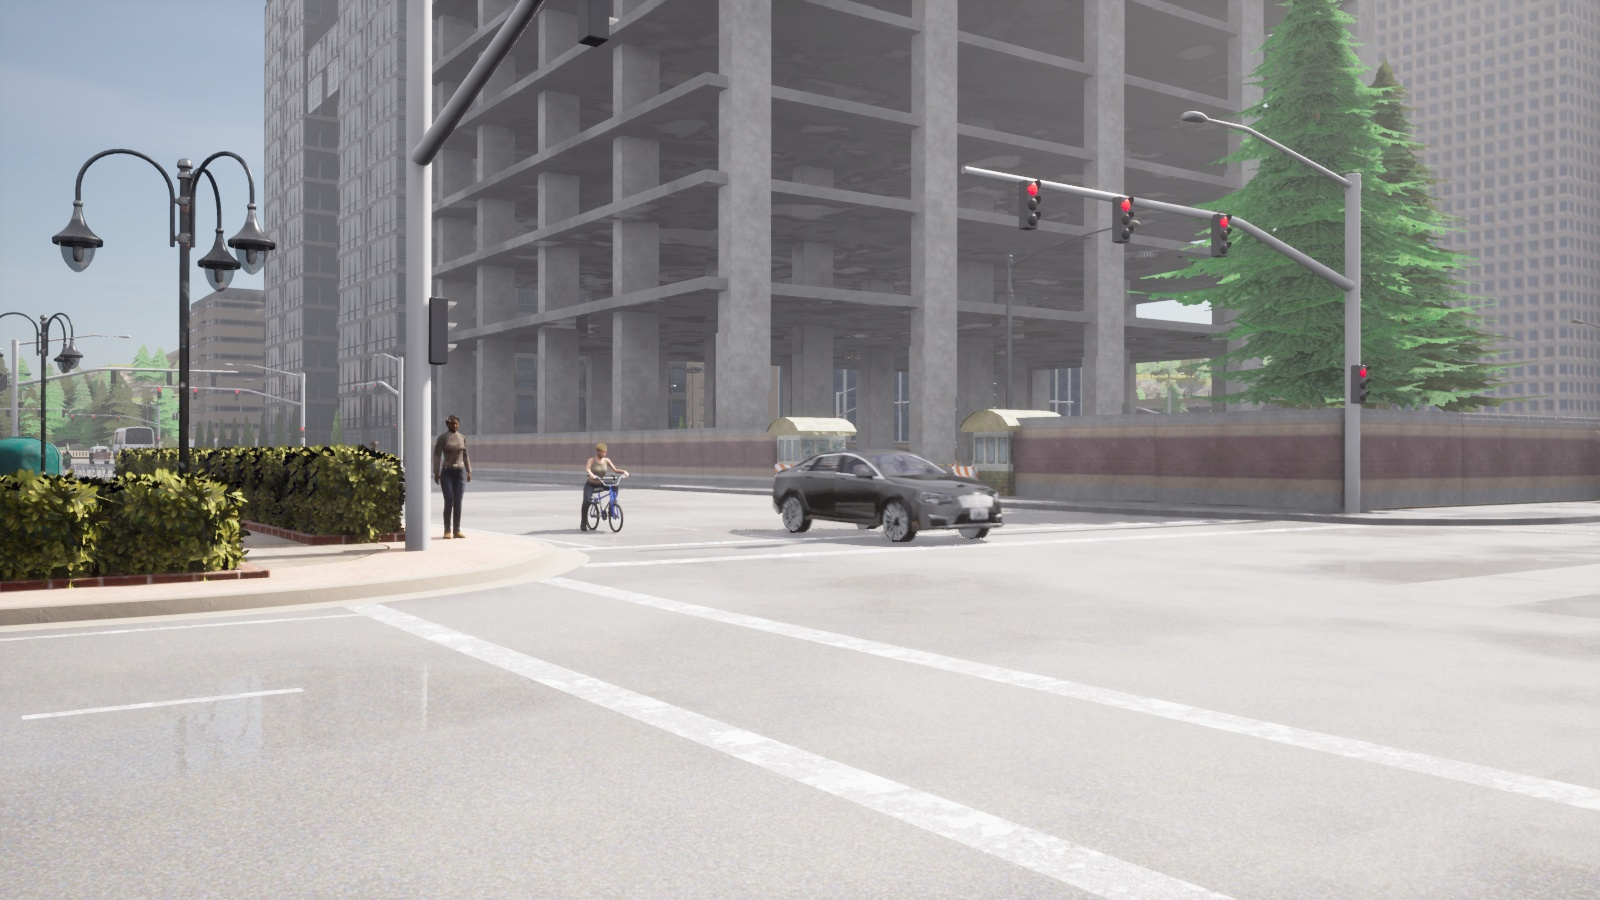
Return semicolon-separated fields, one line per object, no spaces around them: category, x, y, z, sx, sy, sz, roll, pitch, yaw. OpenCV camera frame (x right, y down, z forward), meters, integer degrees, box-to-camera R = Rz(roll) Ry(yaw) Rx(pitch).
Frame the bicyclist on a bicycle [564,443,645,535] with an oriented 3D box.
bicyclist on a bicycle;-3.549;0.689;22.759;0.866;1.612;1.509;0;0;-35

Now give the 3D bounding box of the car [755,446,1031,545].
car;1.457;0.698;21.733;2.128;1.511;4.902;0;0;-35

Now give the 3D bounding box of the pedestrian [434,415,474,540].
pedestrian;-5.117;0.400;18.540;0.328;1.805;0.869;0;0;-33
